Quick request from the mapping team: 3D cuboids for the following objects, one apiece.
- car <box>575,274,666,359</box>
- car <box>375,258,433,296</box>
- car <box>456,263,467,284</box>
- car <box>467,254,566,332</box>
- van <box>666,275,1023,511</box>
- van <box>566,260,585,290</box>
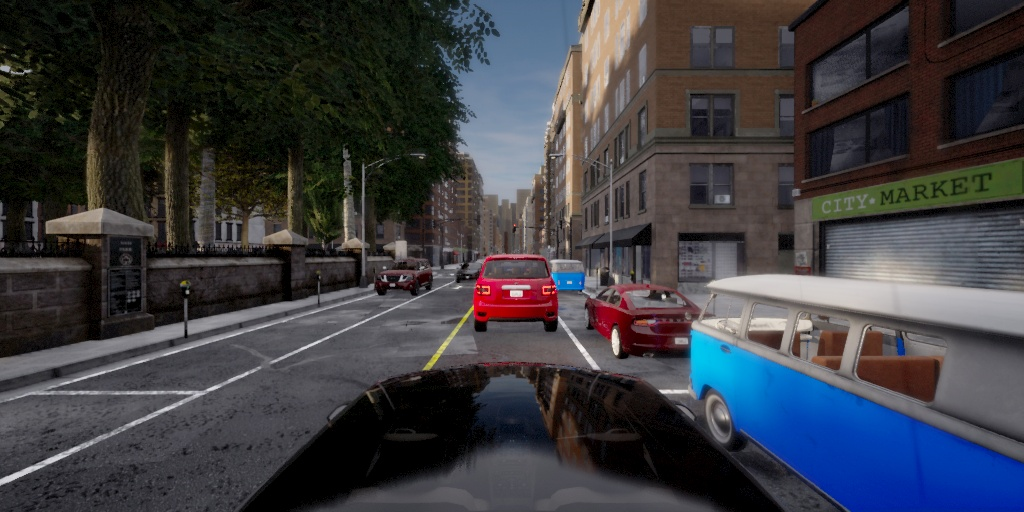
[{"bbox_3d":[2.853,1.294,8.261,1.888,1.381,4.507,0,0,0],"label":"car"},{"bbox_3d":[-5.678,1.059,19.537,2.192,1.841,5.009,0,0,0],"label":"car"},{"bbox_3d":[-3.042,1.246,27.080,1.837,1.490,4.892,0,-1,0],"label":"car"},{"bbox_3d":[0.092,0.970,11.019,2.150,2.045,5.566,0,0,0],"label":"car"},{"bbox_3d":[2.856,1.091,2.600,1.690,1.789,3.998,0,0,0],"label":"van"},{"bbox_3d":[2.847,1.086,19.582,1.690,1.789,3.998,0,0,0],"label":"van"}]
